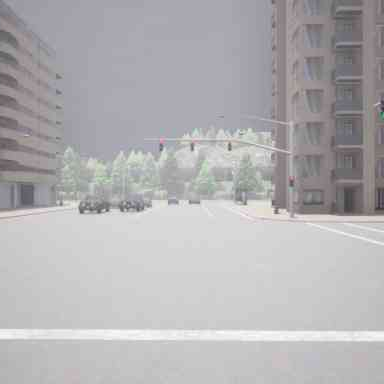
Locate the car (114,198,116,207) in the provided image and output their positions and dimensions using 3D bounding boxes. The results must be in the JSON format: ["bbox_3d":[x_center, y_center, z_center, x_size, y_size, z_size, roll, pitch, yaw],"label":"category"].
[{"bbox_3d":[-10.478,1.526,45.842,1.812,1.442,4.674,0,0,0],"label":"car"}]

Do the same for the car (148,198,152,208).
[{"bbox_3d":[-6.962,1.526,48.971,1.812,1.442,4.674,0,0,0],"label":"car"}]

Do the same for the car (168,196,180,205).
[{"bbox_3d":[-3.355,1.526,60.003,1.812,1.442,4.674,0,0,0],"label":"car"}]

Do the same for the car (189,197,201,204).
[{"bbox_3d":[0.490,1.564,61.520,1.994,1.385,4.181,0,0,5],"label":"car"}]

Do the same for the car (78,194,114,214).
[{"bbox_3d":[-10.508,1.221,36.239,2.150,2.045,5.566,0,0,0],"label":"car"}]

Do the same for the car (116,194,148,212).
[{"bbox_3d":[-6.999,1.221,39.442,2.150,2.045,5.566,0,0,0],"label":"car"}]
